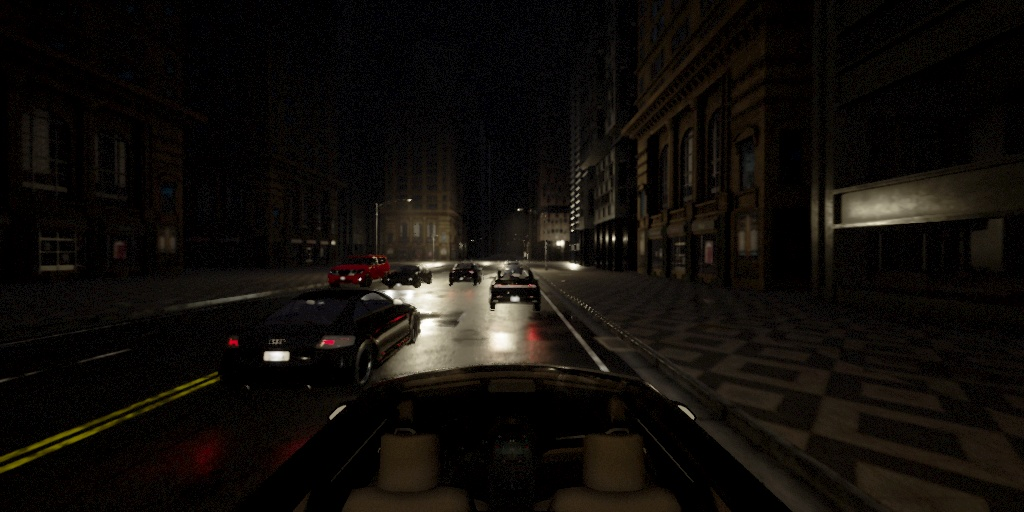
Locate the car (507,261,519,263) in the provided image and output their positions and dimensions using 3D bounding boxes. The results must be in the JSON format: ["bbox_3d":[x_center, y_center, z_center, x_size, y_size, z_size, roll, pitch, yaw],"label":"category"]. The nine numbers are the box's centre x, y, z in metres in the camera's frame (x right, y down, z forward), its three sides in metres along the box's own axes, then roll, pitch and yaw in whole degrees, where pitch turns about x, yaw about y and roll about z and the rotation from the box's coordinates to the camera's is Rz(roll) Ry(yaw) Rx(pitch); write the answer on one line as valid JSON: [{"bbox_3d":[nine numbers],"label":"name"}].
[{"bbox_3d":[0.107,1.231,36.573,1.812,1.442,4.674,0,0,0],"label":"car"}]

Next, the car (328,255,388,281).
[{"bbox_3d":[-9.756,0.945,23.467,2.150,2.045,5.566,0,0,0],"label":"car"}]

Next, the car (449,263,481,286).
[{"bbox_3d":[-3.146,1.208,24.775,2.128,1.511,4.902,0,0,0],"label":"car"}]

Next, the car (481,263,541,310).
[{"bbox_3d":[0.102,1.222,14.394,2.128,1.511,4.902,0,0,0],"label":"car"}]

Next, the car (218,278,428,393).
[{"bbox_3d":[-3.148,1.305,6.803,1.994,1.385,4.181,0,0,0],"label":"car"}]

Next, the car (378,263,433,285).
[{"bbox_3d":[-6.508,1.266,23.283,2.033,1.411,5.357,0,0,0],"label":"car"}]
